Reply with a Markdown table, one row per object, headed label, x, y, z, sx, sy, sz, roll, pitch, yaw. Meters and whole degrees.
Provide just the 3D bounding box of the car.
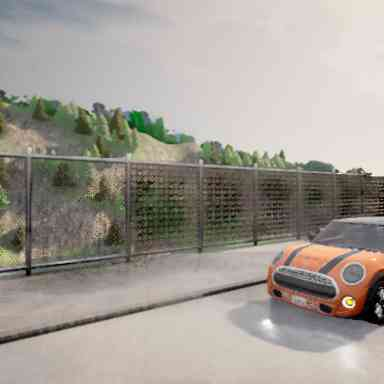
| label | x | y | z | sx | sy | sz | roll | pitch | yaw |
| --- | --- | --- | --- | --- | --- | --- | --- | --- | --- |
| car | 3.759 | 1.361 | 7.267 | 4.553 | 1.767 | 2.097 | 0 | 0 | -35 |
